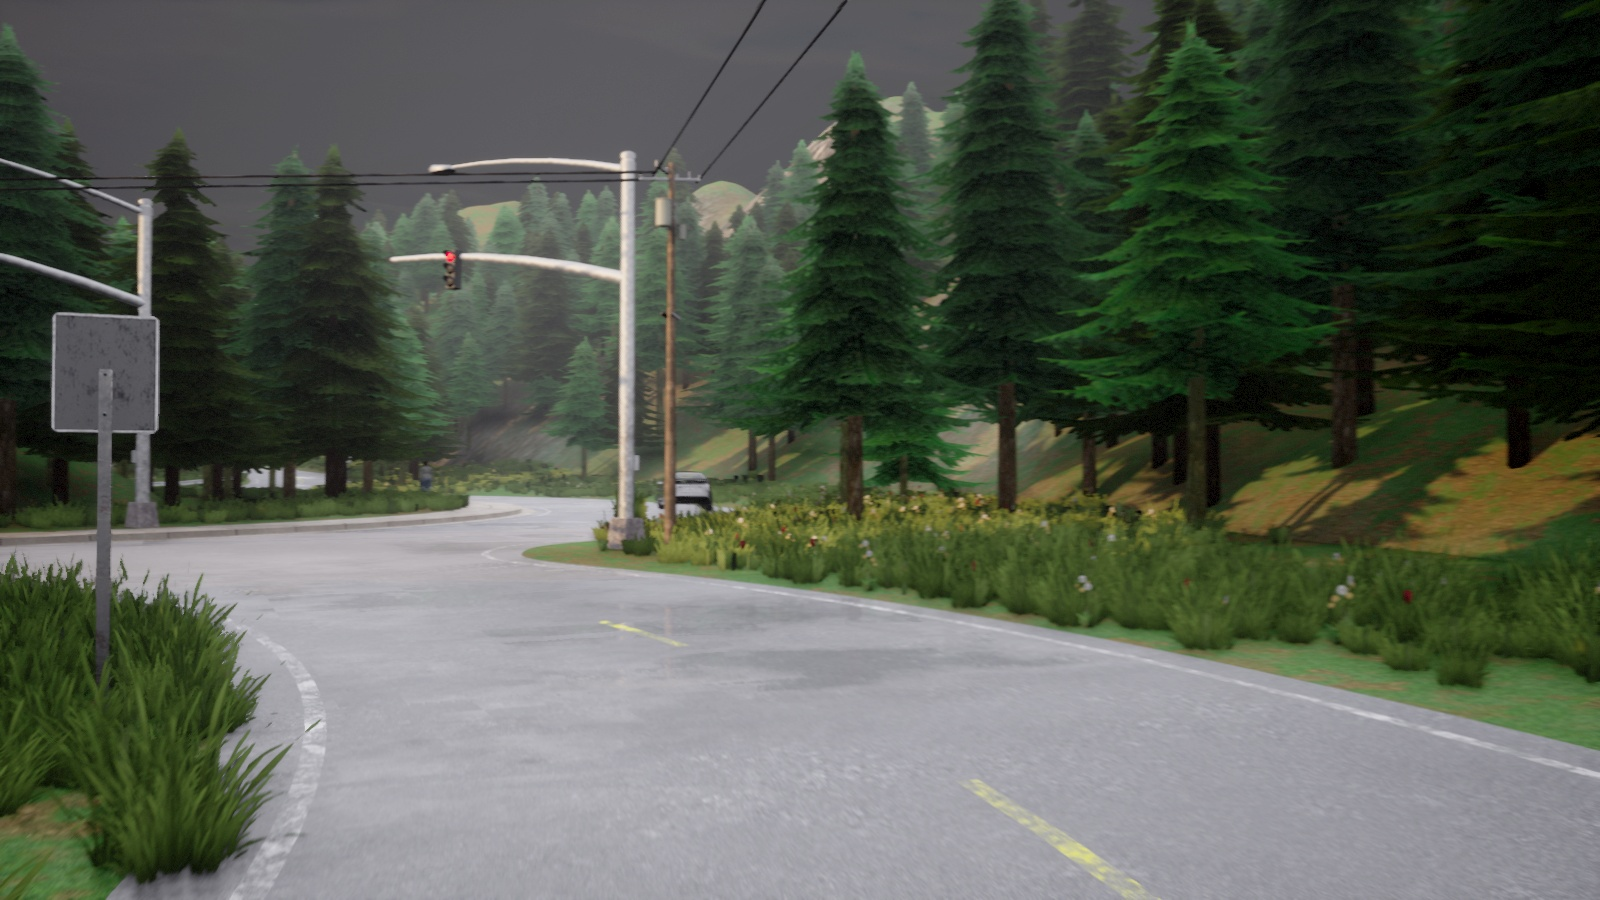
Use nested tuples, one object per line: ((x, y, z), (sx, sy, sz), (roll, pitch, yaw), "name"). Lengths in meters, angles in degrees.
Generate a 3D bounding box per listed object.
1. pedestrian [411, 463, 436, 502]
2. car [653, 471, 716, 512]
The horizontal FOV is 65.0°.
((-18.473, 1.592, 61.624), (0.874, 1.855, 0.900), (0, -1, -38), "pedestrian")
((-4.551, 1.581, 48.823), (2.007, 1.525, 4.514), (0, -1, -11), "car")
